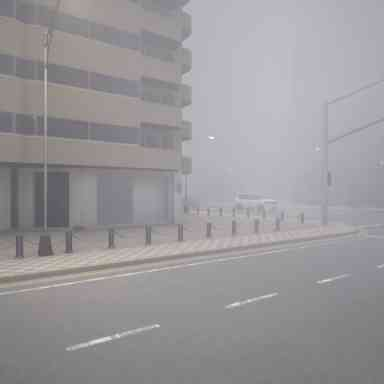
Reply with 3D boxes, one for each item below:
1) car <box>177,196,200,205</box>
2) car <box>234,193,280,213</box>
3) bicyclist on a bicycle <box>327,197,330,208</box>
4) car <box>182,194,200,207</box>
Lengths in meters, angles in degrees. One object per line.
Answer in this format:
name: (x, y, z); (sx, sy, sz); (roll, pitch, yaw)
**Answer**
car: (-0.734, 1.449, 60.600); (1.837, 1.490, 4.892); (0, 0, -34)
car: (7.062, 1.169, 36.932); (2.150, 2.045, 5.566); (0, 0, -35)
bicyclist on a bicycle: (17.369, 1.245, 43.071); (1.656, 1.620, 0.582); (0, 0, -35)
car: (-0.743, 1.437, 48.119); (2.128, 1.511, 4.902); (0, 0, -35)
